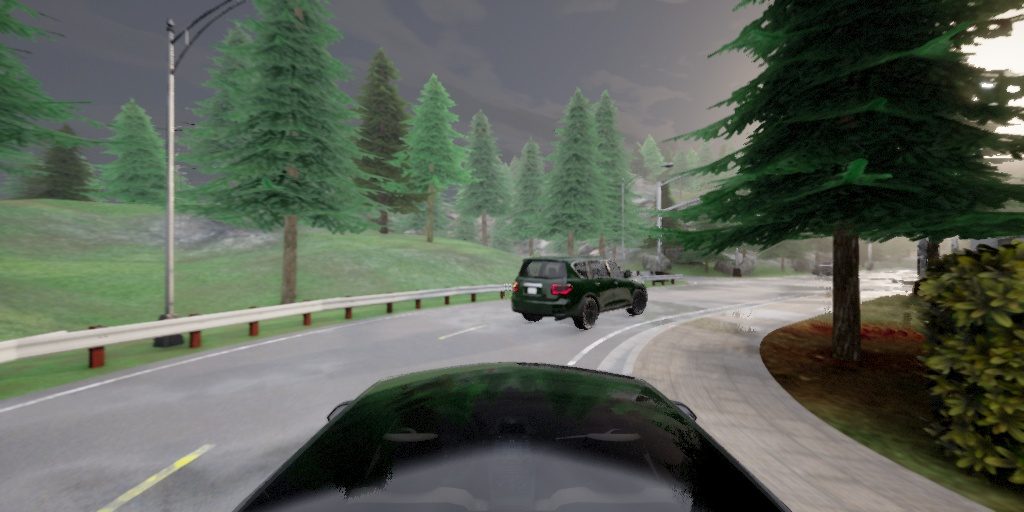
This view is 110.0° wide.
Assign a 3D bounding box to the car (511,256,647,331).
[{"bbox_3d":[2.360,1.023,11.606,2.150,2.045,5.566,0,0,43],"label":"car"}]

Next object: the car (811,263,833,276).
[{"bbox_3d":[35.127,1.517,39.895,4.674,1.442,1.812,-1,0,-36],"label":"car"}]
